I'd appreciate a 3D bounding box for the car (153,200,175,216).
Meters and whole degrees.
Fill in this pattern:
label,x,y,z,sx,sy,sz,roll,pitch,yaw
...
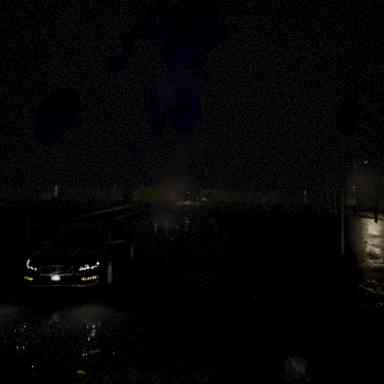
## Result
label,x,y,z,sx,sy,sz,roll,pitch,yaw
car,-2.786,1.576,33.343,2.128,1.511,4.902,0,0,1

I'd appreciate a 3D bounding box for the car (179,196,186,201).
label,x,y,z,sx,sy,sz,roll,pitch,yaw
car,-2.760,1.984,95.426,1.837,1.490,4.892,0,-1,0

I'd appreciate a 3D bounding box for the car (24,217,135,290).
label,x,y,z,sx,sy,sz,roll,pitch,yaw
car,-2.833,1.520,9.361,1.837,1.490,4.892,0,1,0
